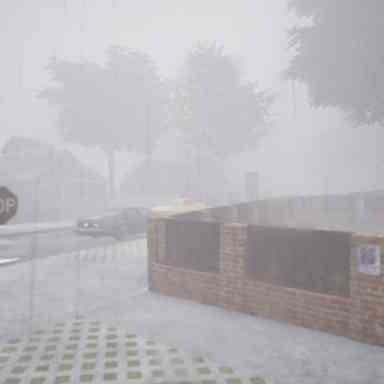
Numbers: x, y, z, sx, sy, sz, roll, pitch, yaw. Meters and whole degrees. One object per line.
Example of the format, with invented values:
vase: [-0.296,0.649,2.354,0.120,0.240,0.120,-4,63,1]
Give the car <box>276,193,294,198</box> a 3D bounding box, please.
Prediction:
car: [11.816,0.943,41.778,1.837,1.490,4.892,0,0,35]

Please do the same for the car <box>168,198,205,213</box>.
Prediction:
car: [-0.986,1.215,23.480,1.882,1.535,5.008,0,1,35]

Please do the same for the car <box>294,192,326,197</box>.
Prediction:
car: [14.530,1.017,40.687,1.895,1.301,4.718,0,1,35]

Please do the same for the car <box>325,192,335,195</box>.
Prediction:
car: [20.049,0.720,48.701,1.882,1.535,5.008,0,1,35]

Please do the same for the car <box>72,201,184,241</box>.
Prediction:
car: [-2.922,1.371,15.716,2.033,1.411,5.357,0,1,35]
